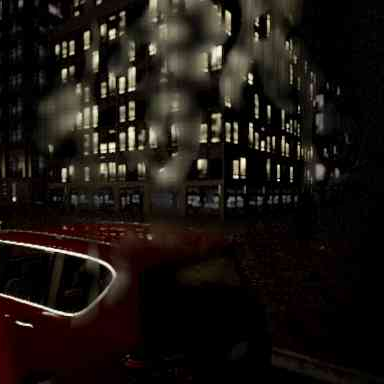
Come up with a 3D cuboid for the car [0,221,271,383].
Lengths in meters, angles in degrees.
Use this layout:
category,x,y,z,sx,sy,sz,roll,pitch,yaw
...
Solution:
category,x,y,z,sx,sy,sz,roll,pitch,yaw
car,-1.561,1.293,3.994,5.009,1.841,2.192,0,0,35
